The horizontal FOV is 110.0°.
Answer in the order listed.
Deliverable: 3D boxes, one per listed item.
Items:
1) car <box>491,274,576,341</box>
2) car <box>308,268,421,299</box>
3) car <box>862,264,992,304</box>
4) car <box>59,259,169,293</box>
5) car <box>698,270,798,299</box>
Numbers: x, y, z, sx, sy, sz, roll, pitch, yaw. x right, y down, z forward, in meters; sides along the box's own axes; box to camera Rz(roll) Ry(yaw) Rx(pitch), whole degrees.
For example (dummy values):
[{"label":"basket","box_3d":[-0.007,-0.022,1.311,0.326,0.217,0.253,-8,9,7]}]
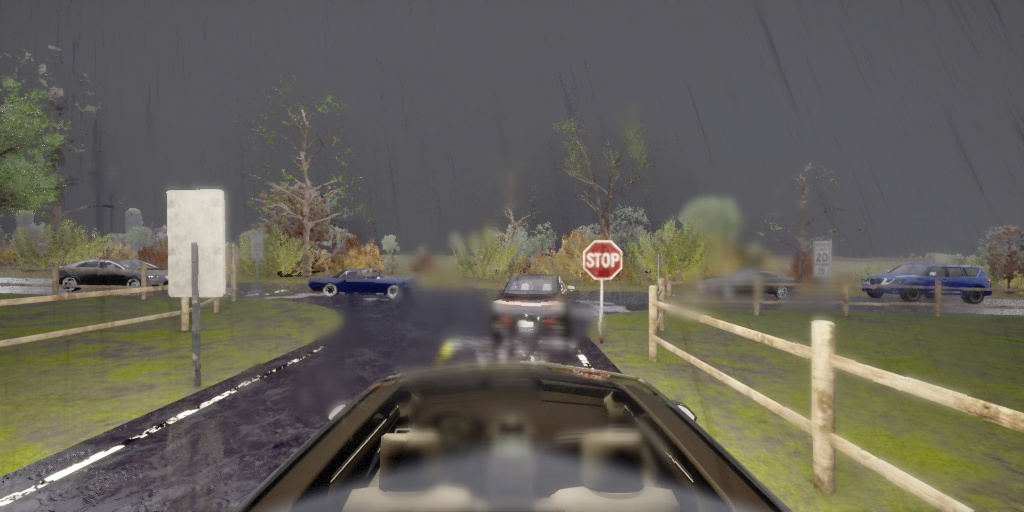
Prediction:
[{"label":"car","box_3d":[0.709,1.240,9.956,2.128,1.511,4.902,0,0,9]},{"label":"car","box_3d":[-6.818,1.248,16.989,4.718,1.301,1.895,1,1,0]},{"label":"car","box_3d":[22.904,1.466,19.899,5.566,2.045,2.150,1,1,0]},{"label":"car","box_3d":[-18.486,0.885,17.008,4.902,1.511,2.128,1,1,0]},{"label":"car","box_3d":[13.008,1.525,19.912,4.902,1.511,2.128,1,1,0]}]
